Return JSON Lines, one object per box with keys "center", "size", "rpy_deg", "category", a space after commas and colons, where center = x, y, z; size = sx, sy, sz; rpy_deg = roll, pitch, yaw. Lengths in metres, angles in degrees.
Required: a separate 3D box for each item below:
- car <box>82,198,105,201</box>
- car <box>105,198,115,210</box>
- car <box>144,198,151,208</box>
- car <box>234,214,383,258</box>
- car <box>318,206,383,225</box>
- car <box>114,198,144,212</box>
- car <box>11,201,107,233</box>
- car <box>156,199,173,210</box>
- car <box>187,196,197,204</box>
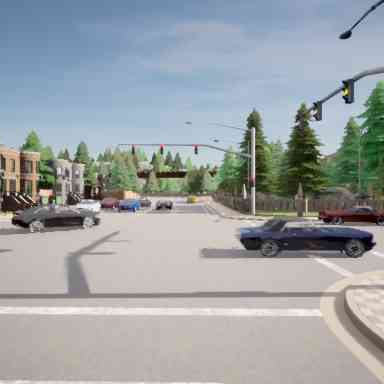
{"center": [-10.655, 1.526, 33.968], "size": [1.812, 1.442, 4.674], "rpy_deg": [0, 0, 0], "category": "car"}
{"center": [-10.662, 1.477, 43.021], "size": [1.882, 1.535, 5.008], "rpy_deg": [0, 0, 0], "category": "car"}
{"center": [-7.150, 1.564, 48.295], "size": [1.994, 1.385, 4.181], "rpy_deg": [0, 0, 0], "category": "car"}
{"center": [3.986, 1.601, 12.125], "size": [4.718, 1.301, 1.895], "rpy_deg": [0, 0, 0], "category": "car"}
{"center": [11.149, 1.601, 22.840], "size": [4.718, 1.301, 1.895], "rpy_deg": [0, 0, 2], "category": "car"}
{"center": [-7.161, 1.477, 38.307], "size": [1.882, 1.535, 5.008], "rpy_deg": [0, 0, 0], "category": "car"}
{"center": [-7.928, 1.491, 19.697], "size": [4.902, 1.511, 2.128], "rpy_deg": [0, 0, -37], "category": "car"}
{"center": [-3.456, 1.601, 42.790], "size": [1.895, 1.301, 4.718], "rpy_deg": [0, 0, 0], "category": "car"}
{"center": [-0.012, 1.477, 64.859], "size": [1.882, 1.535, 5.008], "rpy_deg": [0, 0, 0], "category": "car"}
